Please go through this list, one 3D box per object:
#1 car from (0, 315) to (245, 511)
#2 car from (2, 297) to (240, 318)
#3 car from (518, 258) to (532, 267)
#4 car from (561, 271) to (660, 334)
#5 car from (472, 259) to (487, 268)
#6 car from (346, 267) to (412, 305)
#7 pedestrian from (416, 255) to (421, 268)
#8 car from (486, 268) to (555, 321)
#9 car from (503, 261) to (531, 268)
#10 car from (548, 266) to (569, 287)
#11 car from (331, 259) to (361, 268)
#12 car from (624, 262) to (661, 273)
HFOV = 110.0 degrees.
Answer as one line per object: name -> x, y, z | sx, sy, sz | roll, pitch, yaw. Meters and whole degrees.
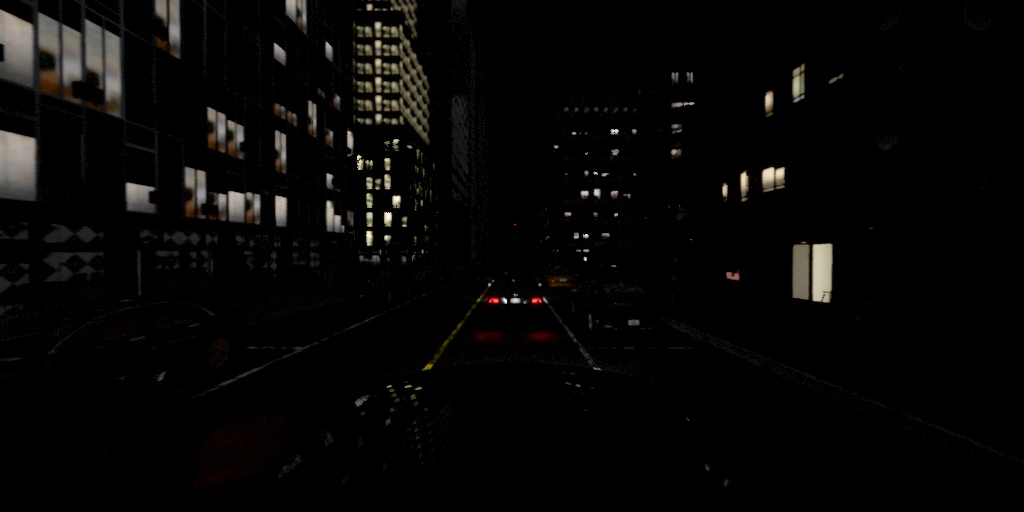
car -> -3.098, 1.254, 0.508 | 1.837, 1.490, 4.892 | 0, 0, 0
car -> -5.795, 1.301, 4.858 | 2.007, 1.370, 4.403 | 0, 0, 0
car -> 2.673, 1.322, 65.346 | 2.007, 1.370, 4.403 | 0, 0, 0
car -> 2.817, 1.303, 10.448 | 2.007, 1.370, 4.403 | 0, 0, 0
car -> -5.706, 1.294, 59.520 | 1.751, 1.417, 4.829 | 0, 0, 0
car -> -5.824, 1.298, 16.148 | 1.888, 1.381, 4.507 | 0, 0, 0
pedestrian -> -12.560, 0.693, 48.205 | 0.375, 1.860, 0.375 | 0, 0, 1
car -> 0.096, 1.299, 12.509 | 2.033, 1.411, 5.357 | 0, 0, 0
car -> 0.088, 1.260, 24.314 | 1.837, 1.490, 4.892 | 0, 0, 0
car -> 2.814, 1.281, 21.907 | 1.751, 1.417, 4.829 | 0, 0, 0
car -> -21.678, 1.047, 45.367 | 4.829, 1.417, 1.751 | 0, 0, 1
car -> 16.298, 1.396, 44.879 | 4.403, 1.370, 2.007 | 0, 0, 1
